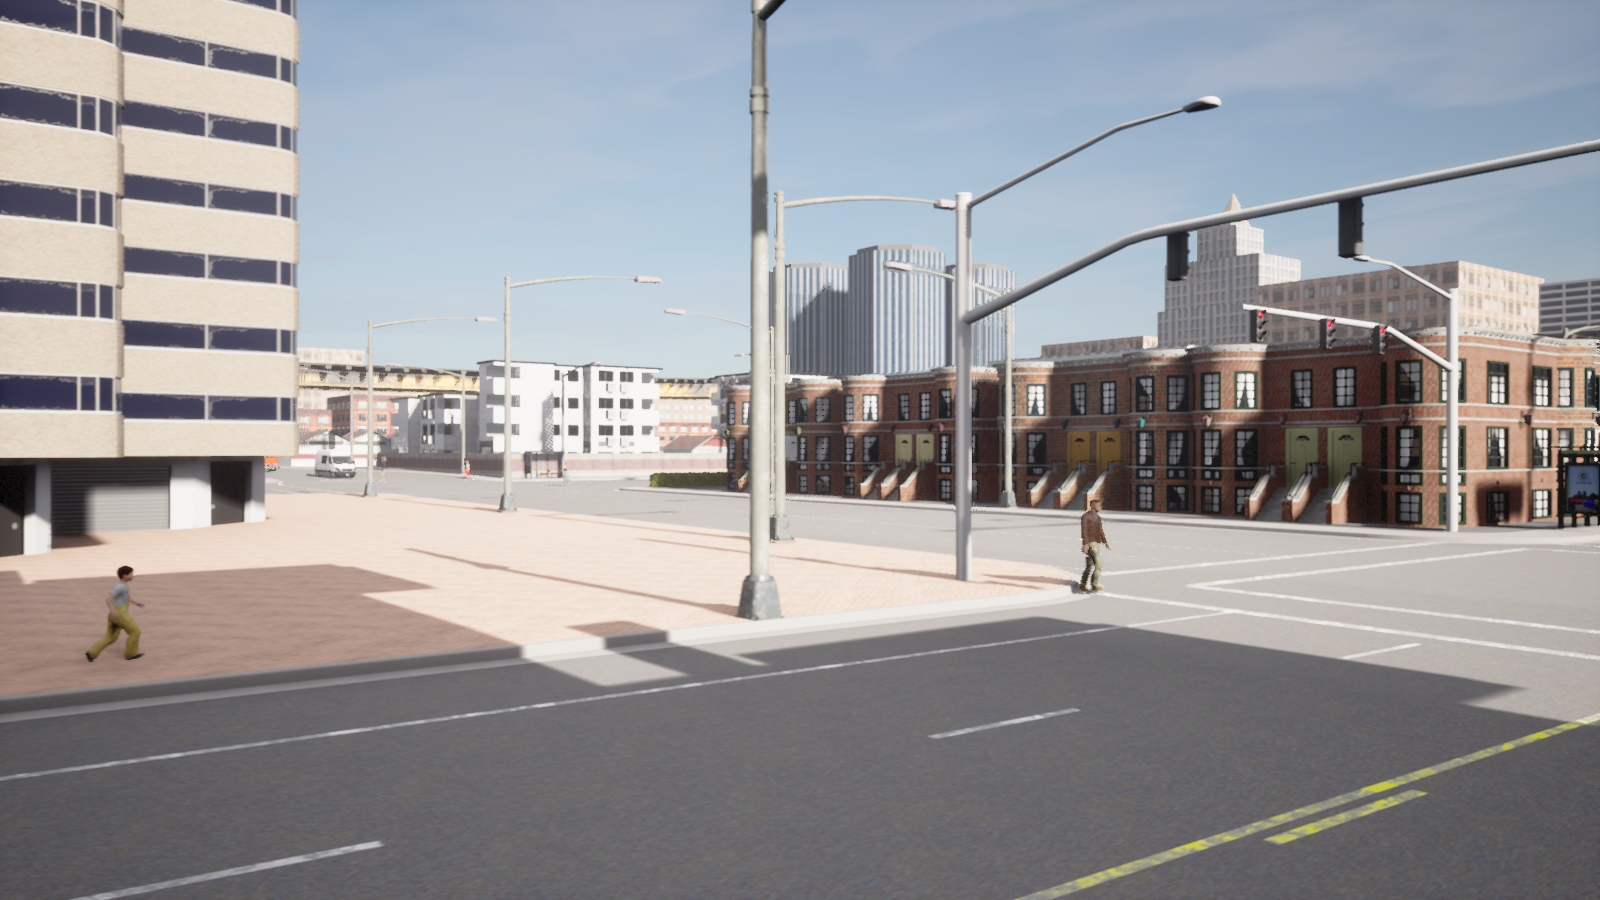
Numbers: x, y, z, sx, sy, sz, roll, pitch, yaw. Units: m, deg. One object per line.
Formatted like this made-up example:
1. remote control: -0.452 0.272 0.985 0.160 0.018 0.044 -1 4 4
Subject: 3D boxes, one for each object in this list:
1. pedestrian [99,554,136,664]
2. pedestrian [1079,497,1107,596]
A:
1. pedestrian: -8.559 1.981 14.330 0.375 1.300 0.375 0 0 -34
2. pedestrian: 5.673 1.858 22.106 0.375 1.860 0.375 0 0 45
